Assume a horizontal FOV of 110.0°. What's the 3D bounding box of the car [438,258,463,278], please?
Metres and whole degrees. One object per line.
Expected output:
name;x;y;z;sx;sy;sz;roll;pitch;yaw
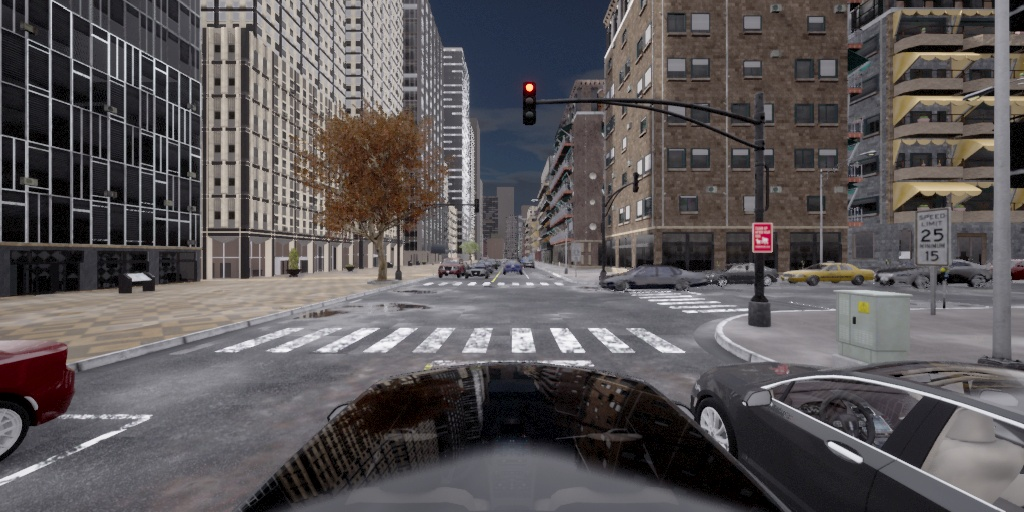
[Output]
car;-5.696;1.078;34.402;2.192;1.841;5.009;0;0;0

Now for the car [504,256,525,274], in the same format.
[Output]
car;0.095;1.121;41.720;2.097;1.767;4.553;0;0;0

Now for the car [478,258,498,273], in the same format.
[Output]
car;-3.106;1.317;42.270;2.033;1.411;5.357;0;0;0

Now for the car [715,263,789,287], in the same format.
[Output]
car;13.432;1.095;21.433;4.403;1.370;2.007;0;0;-1

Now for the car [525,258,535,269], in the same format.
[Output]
car;2.682;1.348;56.494;1.948;1.339;4.313;0;0;0

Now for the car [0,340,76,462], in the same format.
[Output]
car;-5.692;1.295;2.015;1.888;1.381;4.507;0;0;0

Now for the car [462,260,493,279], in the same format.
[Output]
car;-3.096;1.326;32.885;1.994;1.385;4.181;0;0;1

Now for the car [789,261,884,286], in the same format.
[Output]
car;18.829;0.992;21.489;4.829;1.417;1.751;0;0;-1

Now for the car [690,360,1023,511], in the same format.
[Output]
car;2.689;1.300;2.016;2.007;1.370;4.403;0;0;0

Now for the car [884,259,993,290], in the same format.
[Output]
car;22.094;0.917;18.932;4.902;1.511;2.128;-1;0;-1

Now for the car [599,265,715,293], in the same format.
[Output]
car;7.496;1.196;19.342;5.357;1.411;2.033;-2;0;7

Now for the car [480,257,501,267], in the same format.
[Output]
car;-3.096;1.130;52.419;2.097;1.767;4.553;0;0;0

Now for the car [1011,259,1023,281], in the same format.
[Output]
car;30.134;0.858;21.605;4.507;1.381;1.888;0;0;-1
